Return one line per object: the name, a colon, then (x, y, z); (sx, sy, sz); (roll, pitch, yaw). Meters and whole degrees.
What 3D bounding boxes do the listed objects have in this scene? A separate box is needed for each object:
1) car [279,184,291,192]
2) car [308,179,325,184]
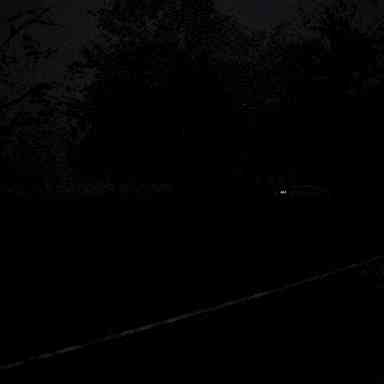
car: (16.733, -0.784, 60.025); (1.994, 1.385, 4.181); (-4, 3, 15)
car: (27.196, -2.421, 73.724); (5.008, 1.535, 1.882); (-6, 3, -29)
